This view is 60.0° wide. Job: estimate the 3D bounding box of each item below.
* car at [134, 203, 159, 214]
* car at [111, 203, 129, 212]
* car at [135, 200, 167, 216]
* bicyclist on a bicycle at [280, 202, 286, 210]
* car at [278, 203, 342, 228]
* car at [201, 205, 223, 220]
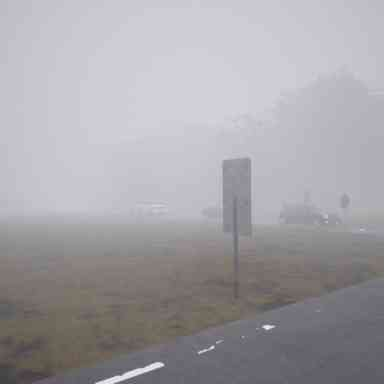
[{"bbox_3d":[-7.244,2.505,52.376,1.882,1.535,5.008,-1,-1,-35],"label":"car"},{"bbox_3d":[-13.291,2.789,60.845,2.128,1.511,4.902,-1,-1,-35],"label":"car"},{"bbox_3d":[-5.528,2.112,44.955,2.150,2.045,5.566,-1,-1,-35],"label":"car"},{"bbox_3d":[9.482,1.857,34.042,1.656,1.620,0.582,0,-1,-35],"label":"bicyclist on a bicycle"},{"bbox_3d":[8.700,1.654,24.744,2.097,1.767,4.553,-1,-1,-34],"label":"car"},{"bbox_3d":[2.944,2.008,32.947,1.882,1.535,5.008,-1,-1,-35],"label":"car"}]
